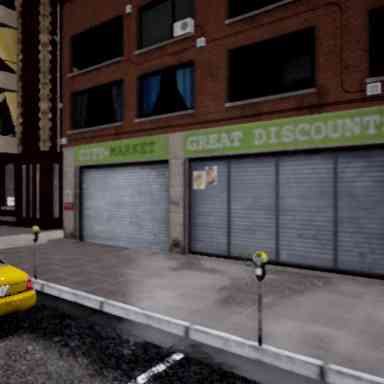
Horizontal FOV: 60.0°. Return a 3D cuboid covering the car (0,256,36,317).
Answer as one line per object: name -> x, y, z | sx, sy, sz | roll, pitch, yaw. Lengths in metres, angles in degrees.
car -> -4.895, 1.496, 6.367 | 4.829, 1.417, 1.752 | 0, 0, 35
